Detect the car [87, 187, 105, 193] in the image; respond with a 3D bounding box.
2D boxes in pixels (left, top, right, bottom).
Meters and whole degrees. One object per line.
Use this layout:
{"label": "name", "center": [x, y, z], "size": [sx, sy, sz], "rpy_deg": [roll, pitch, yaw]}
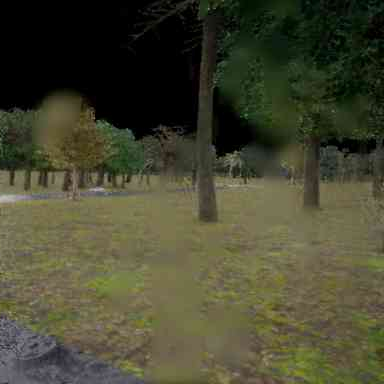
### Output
{"label": "car", "center": [-23.379, -0.510, 81.233], "size": [1.812, 1.442, 4.674], "rpy_deg": [4, 4, 35]}
